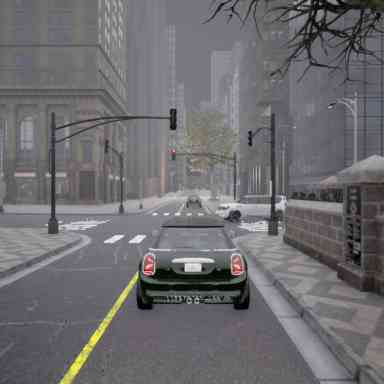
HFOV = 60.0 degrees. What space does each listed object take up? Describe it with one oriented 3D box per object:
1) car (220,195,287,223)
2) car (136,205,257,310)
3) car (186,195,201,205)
[{"bbox_3d":[4.647,1.247,25.443,5.566,2.045,2.150,1,0,-9],"label":"car"},{"bbox_3d":[0.034,1.352,7.997,2.097,1.767,4.553,0,0,0],"label":"car"},{"bbox_3d":[0.270,1.225,48.853,2.097,1.767,4.553,0,0,0],"label":"car"}]
